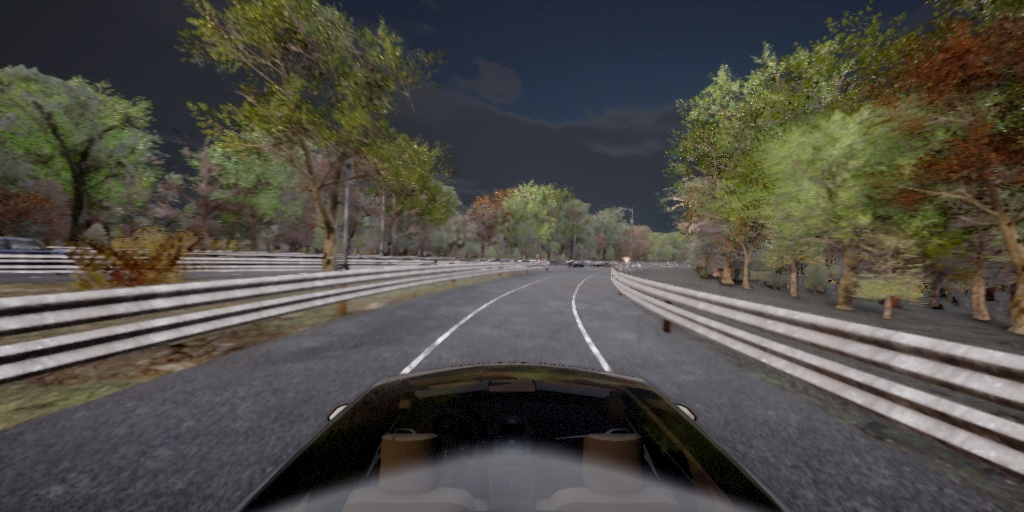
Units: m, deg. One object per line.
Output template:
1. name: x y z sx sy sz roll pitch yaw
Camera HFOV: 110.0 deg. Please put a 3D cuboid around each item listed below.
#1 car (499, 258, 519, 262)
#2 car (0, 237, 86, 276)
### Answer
1. car: -0.362 1.112 60.586 2.097 1.767 4.553 3 0 37
2. car: -26.920 0.001 19.296 2.150 2.045 5.566 3 0 37
